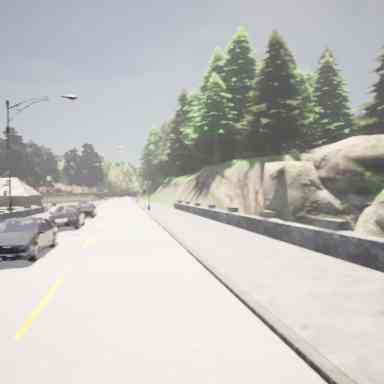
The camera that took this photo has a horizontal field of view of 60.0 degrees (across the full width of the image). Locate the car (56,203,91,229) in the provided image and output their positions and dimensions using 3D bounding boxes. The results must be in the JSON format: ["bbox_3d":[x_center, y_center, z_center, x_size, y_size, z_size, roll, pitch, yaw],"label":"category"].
[{"bbox_3d":[-8.478,1.687,22.792,2.128,1.511,4.902,-1,0,-11],"label":"car"}]

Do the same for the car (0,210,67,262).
[{"bbox_3d":[-6.505,1.701,12.837,2.033,1.411,5.357,-1,0,-11],"label":"car"}]

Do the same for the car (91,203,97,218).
[{"bbox_3d":[-10.479,1.785,32.984,2.033,1.411,5.357,-1,0,-11],"label":"car"}]
